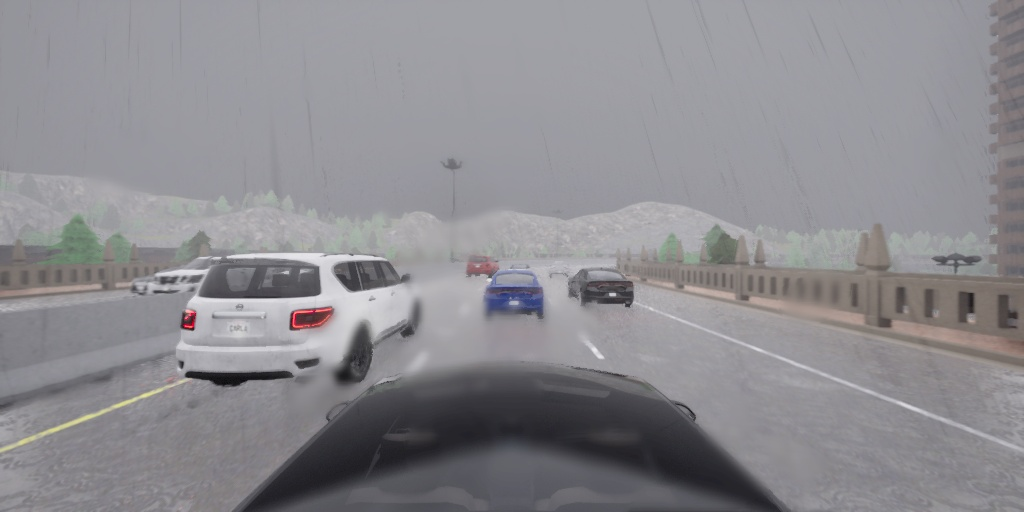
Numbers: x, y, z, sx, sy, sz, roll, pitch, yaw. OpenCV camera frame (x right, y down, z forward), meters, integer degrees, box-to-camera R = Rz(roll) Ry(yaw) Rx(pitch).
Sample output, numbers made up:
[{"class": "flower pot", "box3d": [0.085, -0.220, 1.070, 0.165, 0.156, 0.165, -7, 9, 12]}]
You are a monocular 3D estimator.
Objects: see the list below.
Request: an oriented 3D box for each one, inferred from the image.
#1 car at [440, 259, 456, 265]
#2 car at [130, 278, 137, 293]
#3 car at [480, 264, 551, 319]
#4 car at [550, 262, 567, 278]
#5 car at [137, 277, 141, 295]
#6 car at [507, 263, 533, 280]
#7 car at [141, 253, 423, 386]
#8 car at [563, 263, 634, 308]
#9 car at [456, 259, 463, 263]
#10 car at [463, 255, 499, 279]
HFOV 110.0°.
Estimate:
[{"class": "car", "box3d": [-10.221, 1.255, 60.300, 1.837, 1.490, 4.892, 0, 0, 21]}, {"class": "car", "box3d": [-17.514, 1.243, 19.394, 2.128, 1.511, 4.902, 0, 0, 1]}, {"class": "car", "box3d": [0.099, 1.228, 12.803, 1.882, 1.535, 5.008, 0, 0, 0]}, {"class": "car", "box3d": [4.657, 1.276, 34.333, 1.812, 1.442, 4.674, 0, 0, 8]}, {"class": "car", "box3d": [-14.065, 0.973, 17.349, 2.150, 2.045, 5.566, 0, 0, 0]}, {"class": "car", "box3d": [0.833, 1.351, 32.215, 1.895, 1.301, 4.718, 0, 0, 7]}, {"class": "car", "box3d": [-3.412, 0.972, 7.136, 2.150, 2.045, 5.566, 0, 0, 0]}, {"class": "car", "box3d": [3.598, 1.228, 15.283, 1.882, 1.535, 5.008, 0, 0, 0]}, {"class": "car", "box3d": [-6.837, 1.228, 59.316, 1.882, 1.535, 5.008, 0, 0, 21]}, {"class": "car", "box3d": [-2.567, 0.972, 33.138, 2.150, 2.045, 5.566, 0, 0, 7]}]
